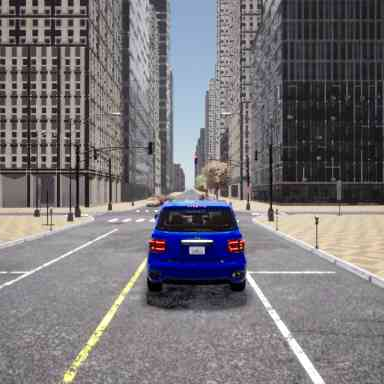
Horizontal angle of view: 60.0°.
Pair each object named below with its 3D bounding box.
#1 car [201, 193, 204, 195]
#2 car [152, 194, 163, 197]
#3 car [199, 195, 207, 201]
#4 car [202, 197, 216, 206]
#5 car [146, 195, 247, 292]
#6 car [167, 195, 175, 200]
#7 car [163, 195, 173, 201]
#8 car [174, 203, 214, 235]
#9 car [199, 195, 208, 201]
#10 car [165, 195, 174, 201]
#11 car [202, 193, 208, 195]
[{"bbox_3d":[2.698,1.224,72.964,2.192,1.841,5.009,0,0,0],"label":"car"},{"bbox_3d":[-5.815,1.485,50.094,1.752,1.417,4.829,0,0,0],"label":"car"},{"bbox_3d":[2.697,1.422,84.313,1.887,1.381,4.507,0,0,0],"label":"car"},{"bbox_3d":[2.795,1.500,55.941,2.008,1.369,4.403,0,0,0],"label":"car"},{"bbox_3d":[0.099,1.221,9.093,2.150,2.045,5.566,0,0,0],"label":"car"},{"bbox_3d":[-5.683,1.411,89.995,2.008,1.369,4.403,0,0,0],"label":"car"},{"bbox_3d":[-5.684,1.438,78.644,1.887,1.381,4.507,0,0,0],"label":"car"},{"bbox_3d":[0.096,1.486,19.822,2.128,1.511,4.902,0,0,0],"label":"car"},{"bbox_3d":[2.697,1.419,78.809,1.752,1.417,4.829,0,0,0],"label":"car"},{"bbox_3d":[-5.684,1.428,84.320,2.008,1.369,4.403,0,0,0],"label":"car"},{"bbox_3d":[2.826,1.400,50.263,1.967,1.590,4.097,0,0,0],"label":"car"}]
